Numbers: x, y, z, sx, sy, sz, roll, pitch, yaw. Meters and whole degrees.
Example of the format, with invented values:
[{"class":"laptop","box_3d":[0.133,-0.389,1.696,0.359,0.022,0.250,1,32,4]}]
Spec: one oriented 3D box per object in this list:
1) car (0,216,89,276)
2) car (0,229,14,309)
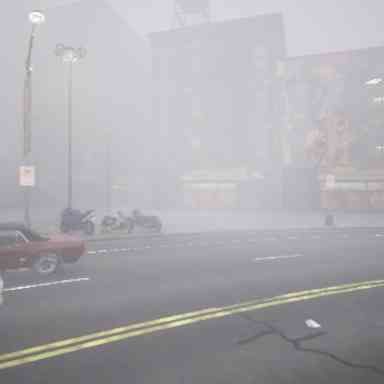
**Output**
[{"class":"car","box_3d":[-5.363,1.518,8.579,4.718,1.301,1.895,0,0,-33]},{"class":"car","box_3d":[-5.160,1.470,4.416,4.674,1.442,1.812,0,0,-35]}]
